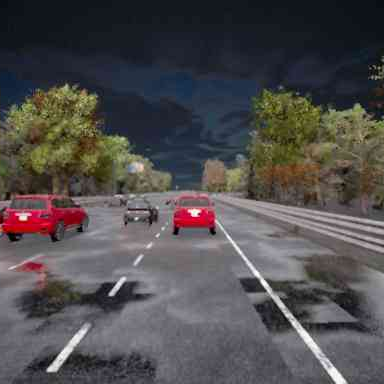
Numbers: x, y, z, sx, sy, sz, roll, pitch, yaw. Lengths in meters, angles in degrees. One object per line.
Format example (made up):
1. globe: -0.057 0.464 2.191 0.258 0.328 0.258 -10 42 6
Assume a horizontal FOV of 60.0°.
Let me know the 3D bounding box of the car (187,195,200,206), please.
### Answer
1. car: 0.241 1.298 50.500 1.882 1.535 5.008 0 0 0

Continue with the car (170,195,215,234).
1. car: 0.129 1.154 18.894 2.150 2.045 5.566 0 0 0

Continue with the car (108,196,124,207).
1. car: -10.273 1.323 46.204 2.128 1.511 4.902 0 0 0

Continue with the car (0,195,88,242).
1. car: -6.879 1.157 16.243 2.150 2.045 5.566 0 0 0

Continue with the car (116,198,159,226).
1. car: -3.357 1.408 22.563 2.128 1.511 4.902 0 0 0

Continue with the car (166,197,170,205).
1. car: -3.242 1.403 55.334 1.895 1.301 4.718 0 0 0
